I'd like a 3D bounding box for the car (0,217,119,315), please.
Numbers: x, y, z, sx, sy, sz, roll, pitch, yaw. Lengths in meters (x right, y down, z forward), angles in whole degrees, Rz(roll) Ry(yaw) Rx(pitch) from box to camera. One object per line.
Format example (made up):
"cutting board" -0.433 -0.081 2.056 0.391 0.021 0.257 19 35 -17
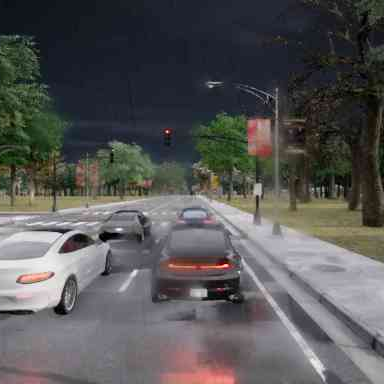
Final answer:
"car" -3.134 1.530 7.440 1.812 1.442 4.674 0 0 0

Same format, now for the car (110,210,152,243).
"car" -3.114 1.575 16.200 1.994 1.385 4.181 0 0 0

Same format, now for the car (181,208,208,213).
"car" 0.138 1.537 17.273 1.812 1.442 4.674 0 0 0

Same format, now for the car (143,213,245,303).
"car" 0.119 1.510 8.202 1.837 1.490 4.892 0 0 0
